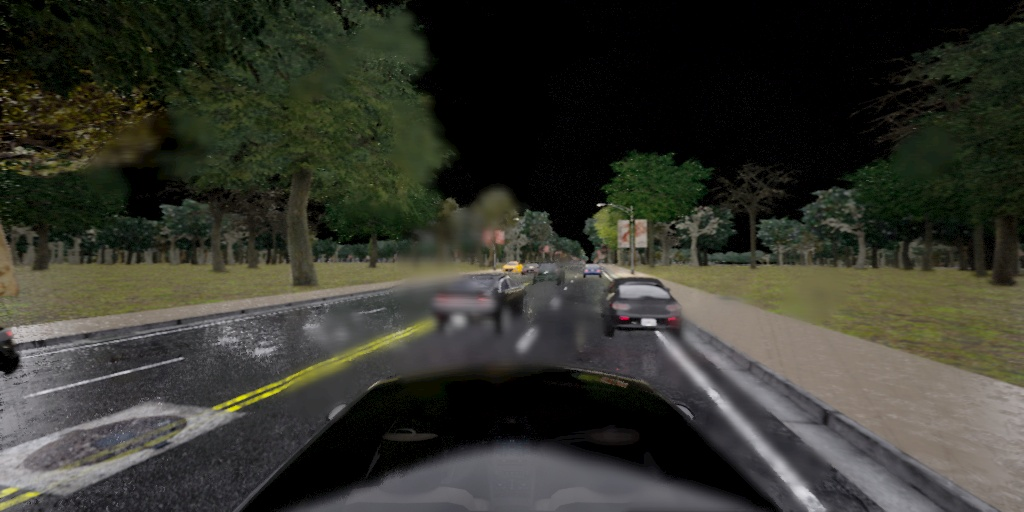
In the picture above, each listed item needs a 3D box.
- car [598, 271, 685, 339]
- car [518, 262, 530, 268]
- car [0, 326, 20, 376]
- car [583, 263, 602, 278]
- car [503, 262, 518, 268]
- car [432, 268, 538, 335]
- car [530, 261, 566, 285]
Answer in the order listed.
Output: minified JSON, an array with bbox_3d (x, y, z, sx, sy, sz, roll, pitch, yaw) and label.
[{"bbox_3d":[3.514,1.310,10.177,1.812,1.442,4.674,0,0,12],"label":"car"},{"bbox_3d":[2.333,1.543,40.942,1.994,1.385,4.181,0,0,12],"label":"car"},{"bbox_3d":[-9.084,1.361,4.009,1.994,1.385,4.181,0,0,12],"label":"car"},{"bbox_3d":[8.263,1.476,36.825,2.033,1.411,5.357,0,0,13],"label":"car"},{"bbox_3d":[0.134,1.504,46.094,1.882,1.535,5.008,0,0,12],"label":"car"},{"bbox_3d":[-0.731,1.296,10.827,2.128,1.511,4.902,0,0,12],"label":"car"},{"bbox_3d":[3.011,1.239,27.923,2.097,1.767,4.553,0,0,12],"label":"car"}]
